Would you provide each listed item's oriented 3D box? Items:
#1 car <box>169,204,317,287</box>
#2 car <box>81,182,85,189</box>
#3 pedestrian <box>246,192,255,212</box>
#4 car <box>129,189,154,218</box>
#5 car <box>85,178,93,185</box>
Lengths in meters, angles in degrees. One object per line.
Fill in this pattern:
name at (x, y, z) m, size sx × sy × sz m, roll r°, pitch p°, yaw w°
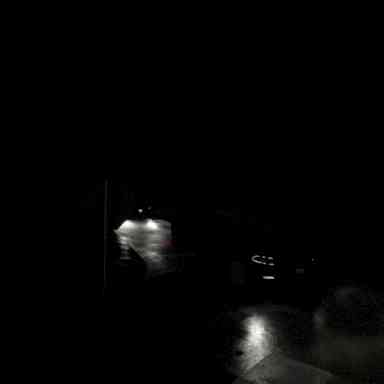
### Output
car at (1.063, 1.167, 9.037) m, size 1.882 × 1.535 × 5.008 m, roll 0°, pitch 4°, yaw -28°
car at (-14.719, -0.691, 47.218) m, size 1.812 × 1.442 × 4.674 m, roll 1°, pitch 2°, yaw -22°
pedestrian at (1.904, 0.896, 11.156) m, size 0.375 × 1.860 × 0.375 m, roll 4°, pitch -1°, yaw -22°
car at (-3.606, 0.613, 19.681) m, size 1.837 × 1.490 × 4.892 m, roll 1°, pitch 3°, yaw -22°
car at (-8.872, -0.314, 32.636) m, size 2.150 × 2.045 × 5.566 m, roll 1°, pitch 3°, yaw -22°
